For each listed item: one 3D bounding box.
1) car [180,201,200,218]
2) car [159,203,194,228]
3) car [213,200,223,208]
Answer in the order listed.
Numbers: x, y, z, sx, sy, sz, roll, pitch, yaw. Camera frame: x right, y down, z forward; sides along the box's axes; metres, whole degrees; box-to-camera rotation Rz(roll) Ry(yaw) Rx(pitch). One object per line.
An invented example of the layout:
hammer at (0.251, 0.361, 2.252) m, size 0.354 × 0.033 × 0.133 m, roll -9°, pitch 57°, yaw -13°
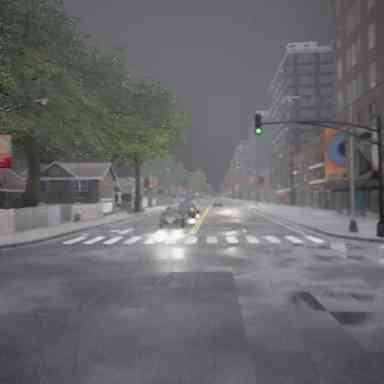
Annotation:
car at (-0.606, 1.819, 35.237) m, size 2.097 × 1.767 × 4.553 m, roll -1°, pitch -1°, yaw 5°
car at (-1.321, 1.840, 25.527) m, size 2.128 × 1.511 × 4.902 m, roll -1°, pitch -1°, yaw 4°
car at (5.050, 2.295, 65.299) m, size 2.128 × 1.511 × 4.902 m, roll -1°, pitch -1°, yaw 4°
